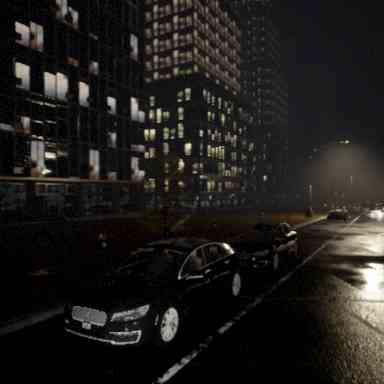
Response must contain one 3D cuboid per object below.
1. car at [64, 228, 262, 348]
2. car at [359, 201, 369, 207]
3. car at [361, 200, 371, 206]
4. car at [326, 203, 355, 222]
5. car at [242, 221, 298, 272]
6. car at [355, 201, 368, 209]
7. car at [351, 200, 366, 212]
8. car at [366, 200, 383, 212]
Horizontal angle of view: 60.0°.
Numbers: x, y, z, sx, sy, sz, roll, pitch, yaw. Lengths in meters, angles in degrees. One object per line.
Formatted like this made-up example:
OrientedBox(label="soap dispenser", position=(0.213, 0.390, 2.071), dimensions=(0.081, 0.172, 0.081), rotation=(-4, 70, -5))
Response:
OrientedBox(label="car", position=(-0.372, 1.635, 6.491), dimensions=(2.008, 1.369, 4.403), rotation=(-1, -1, 30))
OrientedBox(label="car", position=(38.771, 2.707, 74.815), dimensions=(1.802, 1.307, 4.206), rotation=(-2, -2, 30))
OrientedBox(label="car", position=(44.363, 2.831, 84.576), dimensions=(2.008, 1.369, 4.403), rotation=(-2, -2, 30))
OrientedBox(label="car", position=(13.607, 1.995, 30.893), dimensions=(2.008, 1.369, 4.403), rotation=(-1, -1, 30))
OrientedBox(label="car", position=(2.423, 1.706, 11.372), dimensions=(2.008, 1.369, 4.403), rotation=(-1, -1, 30))
OrientedBox(label="car", position=(33.179, 2.515, 65.055), dimensions=(1.887, 1.381, 4.507), rotation=(-2, -2, 30))
OrientedBox(label="car", position=(24.790, 2.182, 50.417), dimensions=(1.967, 1.590, 4.097), rotation=(-1, -2, 30))
OrientedBox(label="car", position=(28.223, 2.252, 50.967), dimensions=(2.128, 1.511, 4.902), rotation=(0, -1, 30))
